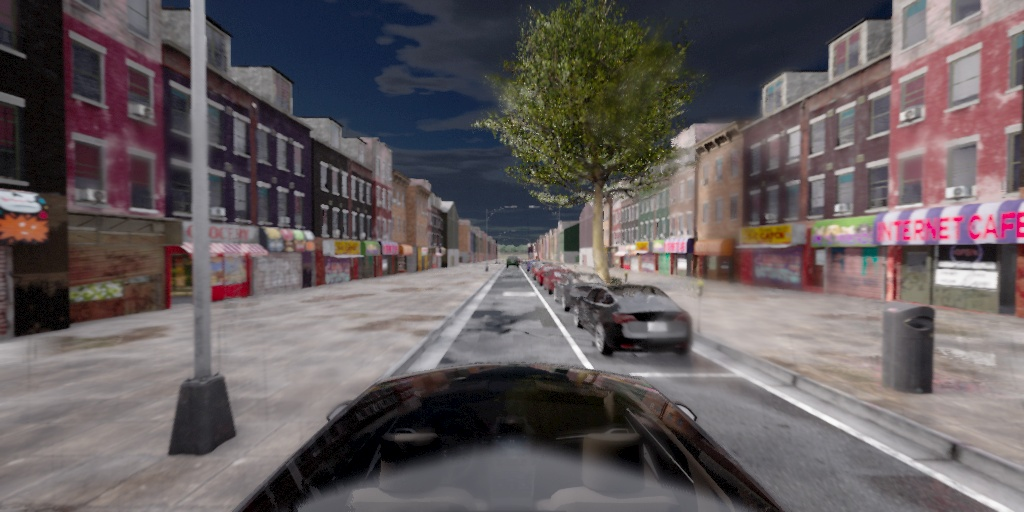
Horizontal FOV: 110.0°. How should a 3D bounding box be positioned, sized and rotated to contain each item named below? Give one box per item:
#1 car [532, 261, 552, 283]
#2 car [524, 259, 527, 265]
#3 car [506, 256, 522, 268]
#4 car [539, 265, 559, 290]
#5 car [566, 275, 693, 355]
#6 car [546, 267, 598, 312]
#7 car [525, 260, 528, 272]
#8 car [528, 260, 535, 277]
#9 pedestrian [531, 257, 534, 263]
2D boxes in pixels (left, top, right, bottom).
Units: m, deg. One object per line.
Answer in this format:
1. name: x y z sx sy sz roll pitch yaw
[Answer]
1. car: 2.676 1.296 25.192 1.888 1.381 4.507 0 0 0
2. car: 2.829 1.295 46.291 1.812 1.442 4.674 0 0 0
3. car: 0.108 1.014 60.291 2.150 2.045 5.566 0 0 0
4. car: 2.666 1.332 19.646 1.802 1.307 4.207 0 0 0
5. car: 2.646 1.317 8.555 1.948 1.339 4.313 0 0 0
6. car: 2.656 1.301 14.101 2.007 1.370 4.403 0 0 0
7. car: 2.697 1.309 36.282 2.007 1.370 4.403 0 0 0
8. car: 2.686 1.194 30.737 1.967 1.591 4.097 0 0 0
9. pedestrian: 2.835 1.066 49.111 0.375 1.860 0.375 -1 1 -10
